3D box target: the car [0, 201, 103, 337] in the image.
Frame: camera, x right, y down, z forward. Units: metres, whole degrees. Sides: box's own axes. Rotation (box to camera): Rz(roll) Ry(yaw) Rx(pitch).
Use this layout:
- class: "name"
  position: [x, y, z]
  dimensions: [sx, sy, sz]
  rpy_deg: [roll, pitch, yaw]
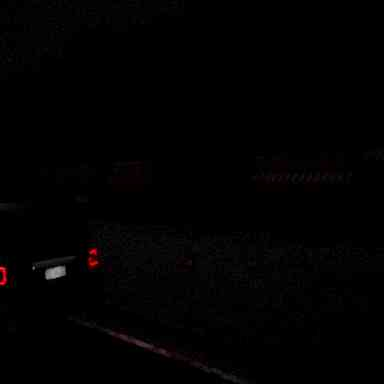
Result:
- class: "car"
  position: [-4.047, 1.180, 6.123]
  dimensions: [5.566, 2.045, 2.150]
  rpy_deg: [0, 0, 36]
